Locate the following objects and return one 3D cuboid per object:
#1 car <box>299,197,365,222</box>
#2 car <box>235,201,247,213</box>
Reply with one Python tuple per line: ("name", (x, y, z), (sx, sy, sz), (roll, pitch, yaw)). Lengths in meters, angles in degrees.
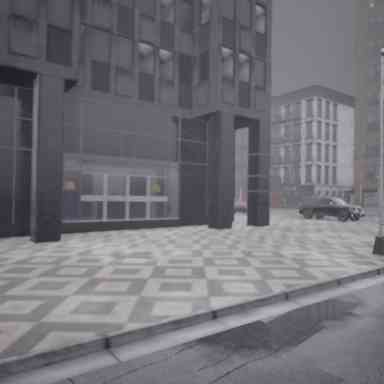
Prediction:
("car", (12.126, 1.450, 29.242), (2.150, 2.045, 5.566), (1, -1, -36))
("car", (6.299, 1.757, 37.362), (1.812, 1.442, 4.674), (1, -1, -35))
